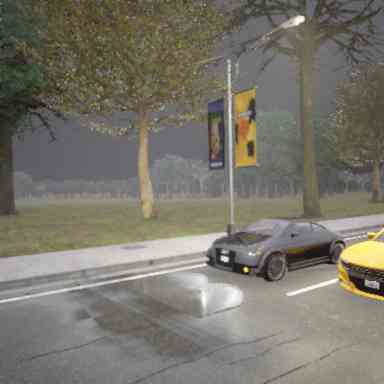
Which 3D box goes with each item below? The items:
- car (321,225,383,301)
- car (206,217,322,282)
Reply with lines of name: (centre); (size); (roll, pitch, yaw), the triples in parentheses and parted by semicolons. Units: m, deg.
car: (5.238, 1.315, 7.317); (5.008, 1.535, 1.882); (-1, 1, -35)
car: (2.437, 1.424, 9.326); (4.181, 1.385, 1.994); (-1, 1, -35)
